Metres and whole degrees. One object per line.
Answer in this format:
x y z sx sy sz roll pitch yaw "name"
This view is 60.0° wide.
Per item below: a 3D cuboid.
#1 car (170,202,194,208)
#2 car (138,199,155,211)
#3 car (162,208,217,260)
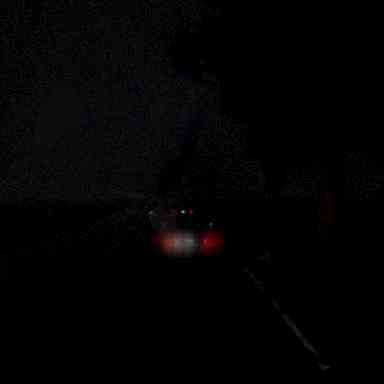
-0.827 1.559 27.692 2.033 1.411 5.357 0 0 -3 "car"
-5.441 1.564 40.127 1.994 1.385 4.181 0 0 -5 "car"
-0.143 1.564 12.510 2.033 1.411 5.357 0 0 -1 "car"
